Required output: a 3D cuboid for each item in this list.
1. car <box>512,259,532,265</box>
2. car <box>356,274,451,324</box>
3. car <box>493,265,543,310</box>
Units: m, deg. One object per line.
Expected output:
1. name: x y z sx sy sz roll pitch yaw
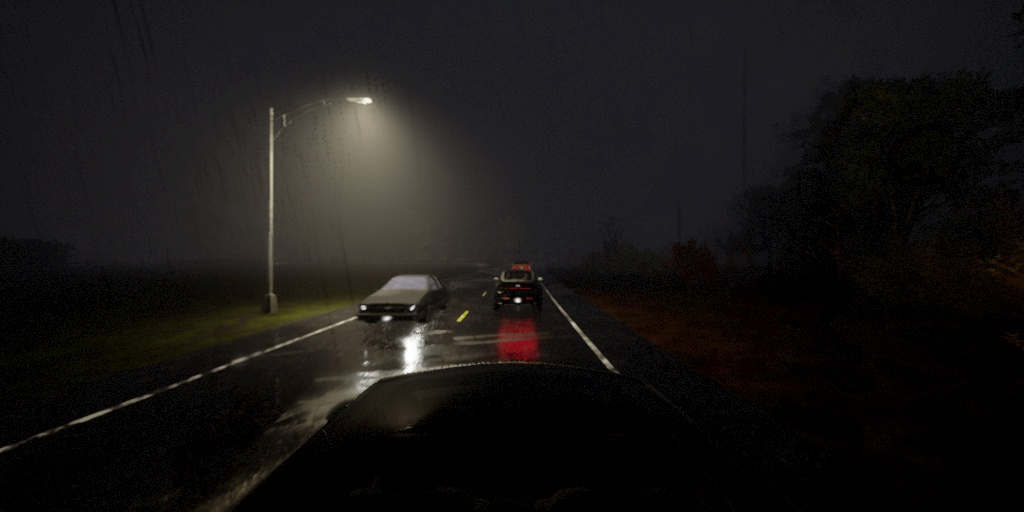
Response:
1. car: 1.070 1.215 38.781 2.097 1.767 4.553 0 0 3
2. car: -3.375 1.332 12.393 2.033 1.411 5.357 0 0 1
3. car: 0.258 1.301 15.085 1.837 1.490 4.892 0 0 1
